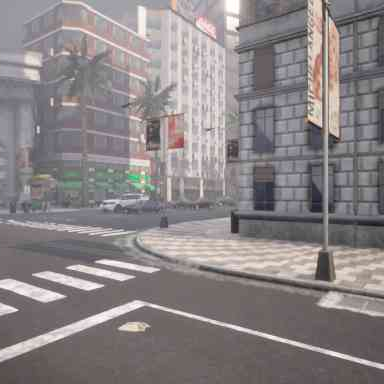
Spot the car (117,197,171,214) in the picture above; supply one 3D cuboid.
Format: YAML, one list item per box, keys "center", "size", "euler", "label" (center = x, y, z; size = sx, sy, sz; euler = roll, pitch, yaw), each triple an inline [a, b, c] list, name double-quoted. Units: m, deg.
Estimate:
- center: [-5.056, 1.547, 35.651]
  size: [2.033, 1.411, 5.357]
  euler: [0, 0, 36]
  label: "car"

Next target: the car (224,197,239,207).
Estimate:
- center: [7.438, 1.564, 51.225]
  size: [4.181, 1.385, 1.994]
  euler: [0, 0, -43]
  label: "car"

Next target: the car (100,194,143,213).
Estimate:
- center: [-7.771, 1.221, 37.844]
  size: [2.150, 2.045, 5.566]
  euler: [0, 0, 36]
  label: "car"

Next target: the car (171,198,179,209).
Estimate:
- center: [-1.771, 1.526, 45.847]
  size: [1.812, 1.442, 4.674]
  euler: [0, 0, 37]
  label: "car"

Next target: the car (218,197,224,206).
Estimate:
- center: [4.881, 1.492, 53.605]
  size: [4.902, 1.511, 2.128]
  euler: [0, 0, -44]
  label: "car"

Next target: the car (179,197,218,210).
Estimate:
- center: [0.907, 1.478, 43.629]
  size: [1.882, 1.535, 5.008]
  euler: [0, 0, 38]
  label: "car"
